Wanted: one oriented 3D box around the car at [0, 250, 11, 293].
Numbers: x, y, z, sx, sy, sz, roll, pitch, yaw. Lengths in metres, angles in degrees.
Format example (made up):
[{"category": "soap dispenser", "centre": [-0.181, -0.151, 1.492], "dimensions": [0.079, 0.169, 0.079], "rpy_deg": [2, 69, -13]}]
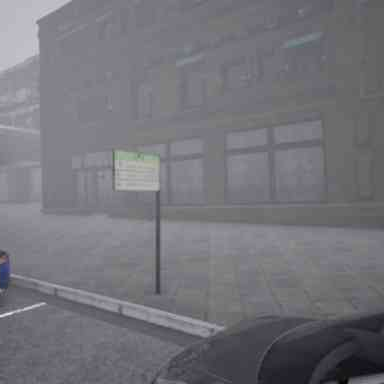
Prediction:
[{"category": "car", "centre": [-6.094, 1.549, 7.464], "dimensions": [5.008, 1.535, 2.097], "rpy_deg": [-1, 0, 34]}]
